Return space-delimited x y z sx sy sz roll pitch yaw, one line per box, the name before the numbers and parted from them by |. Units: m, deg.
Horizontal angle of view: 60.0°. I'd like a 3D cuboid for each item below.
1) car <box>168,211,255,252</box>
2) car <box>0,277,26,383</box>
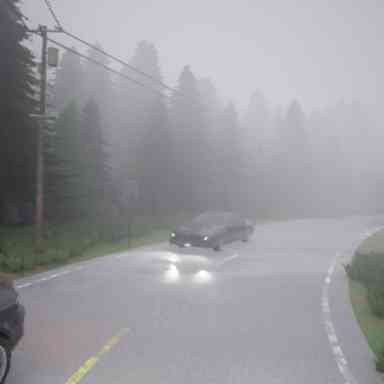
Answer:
car | 1.121 1.568 14.387 2.033 1.411 5.357 2 0 29
car | -3.118 1.418 2.237 1.812 1.442 4.674 2 0 8
